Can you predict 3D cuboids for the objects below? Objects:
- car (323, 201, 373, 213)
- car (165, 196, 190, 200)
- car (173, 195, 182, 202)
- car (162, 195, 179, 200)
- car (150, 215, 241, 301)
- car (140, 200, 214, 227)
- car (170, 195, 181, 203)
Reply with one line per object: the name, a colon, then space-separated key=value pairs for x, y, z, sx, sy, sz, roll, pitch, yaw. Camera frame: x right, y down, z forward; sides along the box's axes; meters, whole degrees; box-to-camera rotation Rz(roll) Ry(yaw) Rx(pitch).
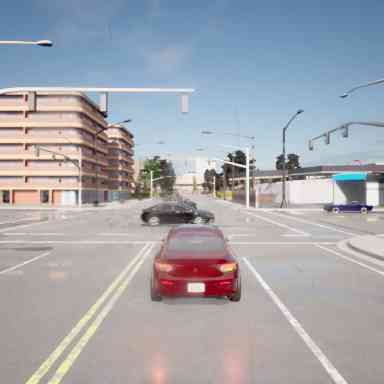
car: x=16.534 y=1.601 z=35.493 sx=4.718 sy=1.301 sz=1.895 roll=0 pitch=0 yaw=1
car: x=-0.867 y=1.467 z=36.462 sx=2.128 sy=1.511 sz=4.902 roll=0 pitch=0 yaw=15
car: x=-3.504 y=1.525 z=82.282 sx=2.128 sy=1.511 sz=4.902 roll=0 pitch=0 yaw=0
car: x=-3.585 y=1.352 z=51.677 sx=2.097 sy=1.767 sz=4.553 roll=0 pitch=0 yaw=0
car: x=0.082 y=1.526 z=8.195 sx=1.812 sy=1.442 sz=4.674 roll=0 pitch=0 yaw=0
car: x=-0.947 y=1.477 z=21.866 sx=4.892 sy=1.490 sz=1.837 roll=0 pitch=0 yaw=4
car: x=-3.503 y=1.525 z=71.924 sx=2.128 sy=1.511 sz=4.902 roll=0 pitch=0 yaw=0
